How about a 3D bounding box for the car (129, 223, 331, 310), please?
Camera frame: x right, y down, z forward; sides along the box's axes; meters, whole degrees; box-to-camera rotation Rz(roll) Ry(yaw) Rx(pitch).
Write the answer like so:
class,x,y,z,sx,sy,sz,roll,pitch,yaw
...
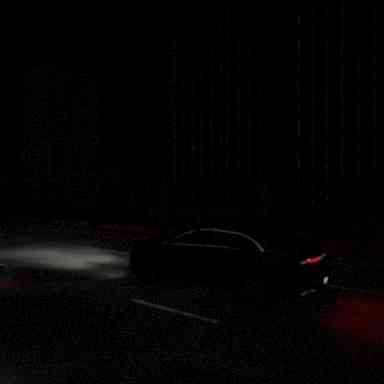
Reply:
class,x,y,z,sx,sy,sz,roll,pitch,yaw
car,0.628,1.479,7.843,4.902,1.511,2.128,0,0,36
